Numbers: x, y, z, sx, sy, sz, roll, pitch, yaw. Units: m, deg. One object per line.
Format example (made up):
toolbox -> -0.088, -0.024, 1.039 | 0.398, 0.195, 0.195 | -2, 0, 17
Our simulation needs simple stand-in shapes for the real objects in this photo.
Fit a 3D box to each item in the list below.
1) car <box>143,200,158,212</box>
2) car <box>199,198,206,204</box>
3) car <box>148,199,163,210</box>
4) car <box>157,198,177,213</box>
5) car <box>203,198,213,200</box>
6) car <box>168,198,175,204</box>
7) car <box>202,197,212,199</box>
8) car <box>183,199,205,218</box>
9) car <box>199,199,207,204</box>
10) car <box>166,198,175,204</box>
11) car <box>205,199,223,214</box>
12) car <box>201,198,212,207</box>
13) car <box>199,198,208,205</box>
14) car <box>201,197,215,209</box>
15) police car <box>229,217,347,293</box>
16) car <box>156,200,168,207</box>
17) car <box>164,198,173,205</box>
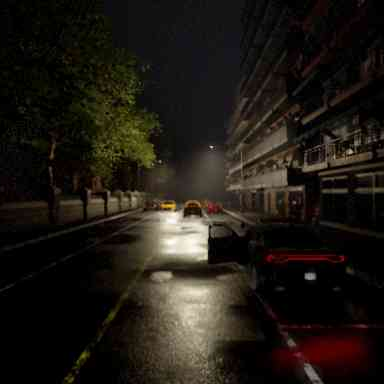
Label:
car -> -5.644, 1.868, 46.171 | 1.967, 1.590, 4.097 | 0, -1, 0
car -> 2.783, 2.413, 91.372 | 1.752, 1.417, 4.829 | 0, -1, 0
car -> -5.638, 1.924, 51.799 | 1.967, 1.590, 4.097 | 0, -1, 0
car -> -2.993, 1.878, 43.367 | 1.882, 1.535, 5.008 | 0, -1, 1
car -> 2.736, 1.972, 46.162 | 1.887, 1.381, 4.507 | 0, -1, 0
car -> -5.597, 2.409, 91.040 | 1.752, 1.417, 4.829 | 0, -1, 0
car -> 2.742, 1.923, 51.792 | 1.967, 1.590, 4.097 | 0, -1, 0
car -> 0.097, 1.795, 34.730 | 1.882, 1.535, 5.008 | 0, -1, 1
car -> 2.778, 2.391, 85.571 | 1.947, 1.339, 4.313 | 0, -1, 0
car -> -5.602, 2.376, 85.579 | 2.008, 1.369, 4.403 | 0, -1, 0
car -> 2.731, 1.918, 40.531 | 1.887, 1.381, 4.507 | 0, -1, 0
car -> 2.754, 2.035, 63.052 | 1.967, 1.590, 4.097 | 0, -1, 0
car -> 2.771, 2.206, 79.942 | 1.967, 1.590, 4.097 | 0, -1, 0
car -> 2.747, 1.854, 57.423 | 2.192, 1.841, 5.009 | 0, -1, 0
police car -> 2.376, 1.508, 9.253 | 1.930, 1.638, 5.238 | 0, -1, 0
car -> -5.626, 2.146, 63.059 | 2.008, 1.369, 4.403 | 0, -1, 0
car -> -5.609, 2.290, 79.779 | 1.752, 1.417, 4.829 | 0, -1, 0
